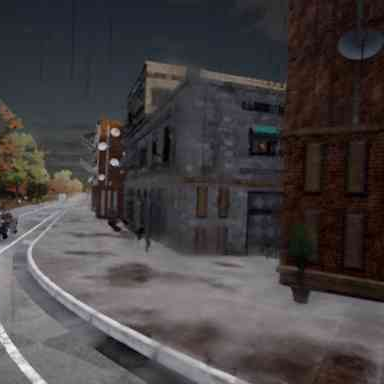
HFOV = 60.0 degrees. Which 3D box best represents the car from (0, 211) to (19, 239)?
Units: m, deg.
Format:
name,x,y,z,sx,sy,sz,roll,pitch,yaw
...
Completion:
name,x,y,z,sx,sy,sz,roll,pitch,yaw
car,-11.498,1.839,19.529,1.837,1.490,4.892,2,-2,-20
